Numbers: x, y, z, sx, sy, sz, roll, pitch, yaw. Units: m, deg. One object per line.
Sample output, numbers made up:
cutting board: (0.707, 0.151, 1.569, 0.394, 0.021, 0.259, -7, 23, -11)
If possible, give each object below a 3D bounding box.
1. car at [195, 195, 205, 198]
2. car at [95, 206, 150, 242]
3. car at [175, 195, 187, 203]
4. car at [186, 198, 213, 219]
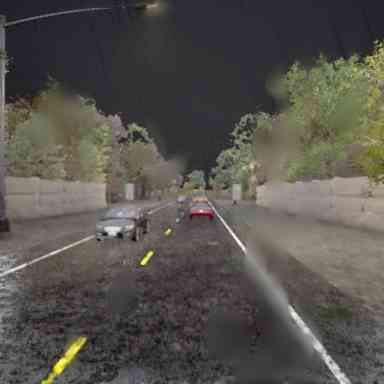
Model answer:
car: (1.202, 1.240, 48.387, 2.097, 1.767, 4.553, 0, 0, 2)
car: (-3.228, 1.444, 16.162, 2.128, 1.511, 4.902, 0, 0, 1)
car: (-1.985, 1.329, 62.017, 2.128, 1.511, 4.902, 0, 0, 2)
car: (0.796, 1.513, 28.908, 1.994, 1.385, 4.181, 0, 0, 1)
